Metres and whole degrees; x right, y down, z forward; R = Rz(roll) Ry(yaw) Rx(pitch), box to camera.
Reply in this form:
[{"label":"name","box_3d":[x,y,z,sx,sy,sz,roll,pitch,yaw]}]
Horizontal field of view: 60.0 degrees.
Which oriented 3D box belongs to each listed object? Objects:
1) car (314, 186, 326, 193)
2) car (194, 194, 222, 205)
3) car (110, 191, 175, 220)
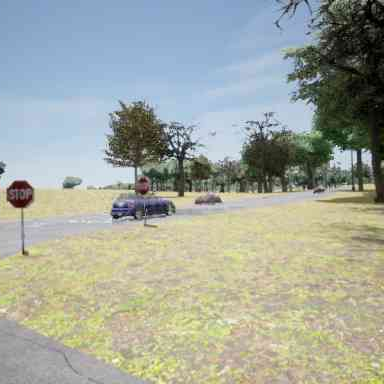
[{"label":"car","box_3d":[26.174,-0.489,67.897,1.895,1.301,4.718,-2,1,27]},{"label":"car","box_3d":[2.036,0.906,41.620,1.994,1.385,4.181,-3,0,34]},{"label":"car","box_3d":[-3.088,0.799,21.761,2.097,1.767,4.553,-3,-1,34]}]
